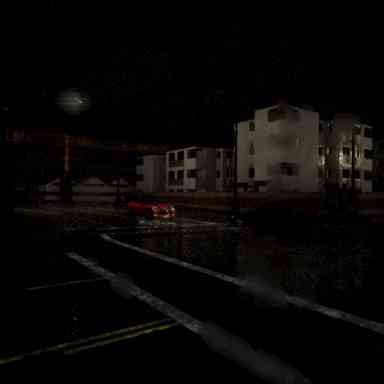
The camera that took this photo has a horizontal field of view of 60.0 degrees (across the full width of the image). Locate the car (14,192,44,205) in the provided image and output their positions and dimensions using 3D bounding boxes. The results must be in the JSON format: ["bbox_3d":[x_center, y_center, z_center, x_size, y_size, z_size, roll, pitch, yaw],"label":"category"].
[{"bbox_3d":[-20.240,0.791,40.581,4.674,1.442,1.812,2,0,24],"label":"car"}]

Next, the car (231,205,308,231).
[{"bbox_3d":[4.975,1.603,21.790,5.008,1.535,1.882,2,4,30],"label":"car"}]

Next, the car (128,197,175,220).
[{"bbox_3d":[-3.292,1.201,26.579,2.097,1.767,4.553,1,1,-38],"label":"car"}]
